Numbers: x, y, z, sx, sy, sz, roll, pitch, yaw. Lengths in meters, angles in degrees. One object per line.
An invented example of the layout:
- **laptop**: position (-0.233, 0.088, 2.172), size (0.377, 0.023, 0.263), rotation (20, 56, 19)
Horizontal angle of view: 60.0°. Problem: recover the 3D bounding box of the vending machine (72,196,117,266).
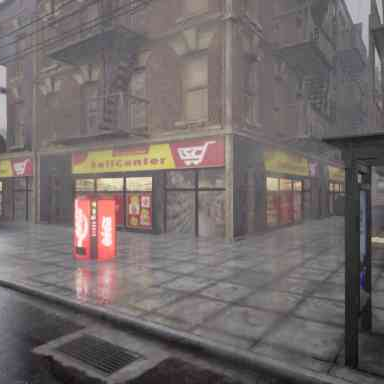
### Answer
- **vending machine**: position (-3.141, 1.195, 10.808), size (0.880, 2.100, 1.100), rotation (0, 0, 34)
